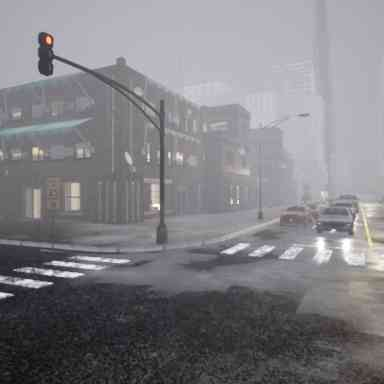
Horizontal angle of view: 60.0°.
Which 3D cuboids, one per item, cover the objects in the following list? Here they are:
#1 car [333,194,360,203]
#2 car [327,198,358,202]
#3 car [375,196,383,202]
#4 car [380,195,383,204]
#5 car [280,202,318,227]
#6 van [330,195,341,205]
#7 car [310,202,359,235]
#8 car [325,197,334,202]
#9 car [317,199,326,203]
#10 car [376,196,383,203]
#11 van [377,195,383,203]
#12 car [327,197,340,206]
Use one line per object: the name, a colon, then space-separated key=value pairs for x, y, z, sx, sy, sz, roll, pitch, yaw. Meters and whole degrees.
car: x=17.391 y=1.239 z=37.108 sx=2.150 sy=2.045 sz=5.566 roll=0 pitch=0 yaw=27
car: x=12.595 y=1.535 z=27.649 sx=1.812 sy=1.442 sz=4.674 roll=0 pitch=0 yaw=27
car: x=44.490 y=1.663 z=78.670 sx=1.947 sy=1.339 sz=4.313 roll=0 pitch=0 yaw=27
car: x=32.154 y=1.628 z=53.949 sx=1.802 sy=1.307 sz=4.206 roll=0 pitch=0 yaw=27
car: x=7.310 y=1.549 z=23.126 sx=1.887 sy=1.381 sz=4.507 roll=0 pitch=0 yaw=27
van: x=27.124 y=1.394 z=62.635 sx=1.690 sy=1.788 sz=3.998 roll=0 pitch=0 yaw=27
car: x=8.357 y=1.551 z=19.209 sx=2.033 sy=1.411 sz=5.357 roll=0 pitch=0 yaw=27
car: x=14.713 y=1.542 z=37.764 sx=1.752 sy=1.417 sz=4.829 roll=0 pitch=0 yaw=27
car: x=9.854 y=1.574 z=28.028 sx=1.947 sy=1.339 sz=4.313 roll=0 pitch=0 yaw=27
car: x=42.023 y=1.668 z=73.725 sx=1.802 sy=1.307 sz=4.206 roll=0 pitch=0 yaw=27
van: x=37.089 y=1.406 z=63.838 sx=1.690 sy=1.788 sz=3.998 roll=0 pitch=0 yaw=27
car: x=24.580 y=1.569 z=57.539 sx=1.752 sy=1.417 sz=4.829 roll=0 pitch=0 yaw=27
